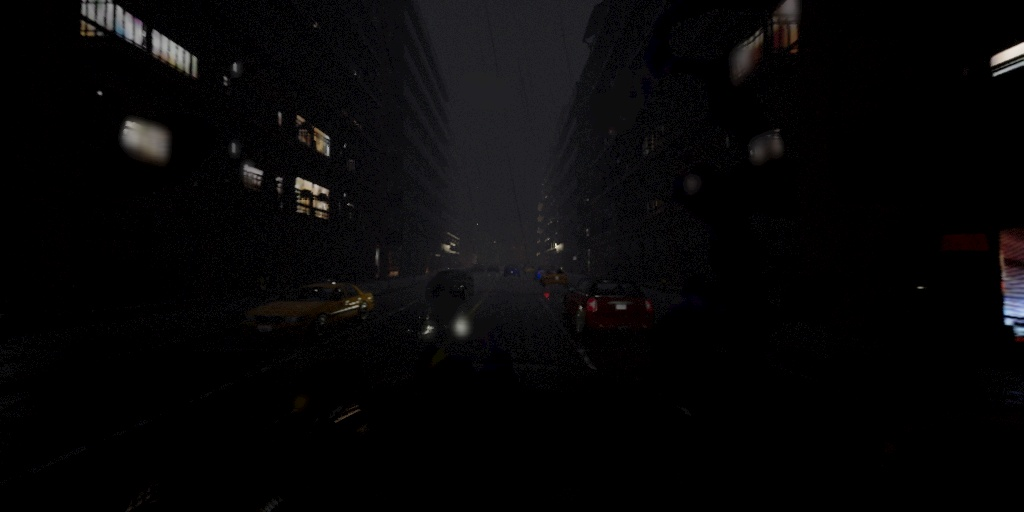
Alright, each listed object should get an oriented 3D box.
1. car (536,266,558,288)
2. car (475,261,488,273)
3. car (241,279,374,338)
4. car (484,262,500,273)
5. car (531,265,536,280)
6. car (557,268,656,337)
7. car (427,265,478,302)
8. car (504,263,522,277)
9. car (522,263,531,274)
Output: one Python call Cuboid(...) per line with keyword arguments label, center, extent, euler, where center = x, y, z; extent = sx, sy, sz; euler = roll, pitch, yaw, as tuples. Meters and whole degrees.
Cuboid(label="car", center=(3.148, 1.551, 27.694), extent=(1.801, 1.575, 5.366), euler=(0, -1, 0))
Cuboid(label="car", center=(-5.714, 1.976, 60.939), extent=(1.967, 1.591, 4.097), euler=(0, 0, 0))
Cuboid(label="car", center=(-5.691, 1.395, 10.663), extent=(1.751, 1.417, 4.829), euler=(0, 0, 0))
Cuboid(label="car", center=(-3.060, 2.114, 59.222), extent=(1.895, 1.301, 4.718), euler=(0, -1, 1))
Cuboid(label="car", center=(3.136, 1.662, 34.503), extent=(1.882, 1.535, 5.008), euler=(0, -1, 0))
Cuboid(label="car", center=(2.690, 1.310, 10.800), extent=(1.967, 1.591, 4.097), euler=(0, 0, 0))
Cuboid(label="car", center=(-3.103, 1.455, 18.960), extent=(1.882, 1.535, 5.008), euler=(0, 0, 0))
Cuboid(label="car", center=(0.004, 1.820, 45.528), extent=(1.882, 1.535, 5.008), euler=(0, -1, 0))
Cuboid(label="car", center=(2.695, 1.988, 55.510), extent=(1.751, 1.417, 4.829), euler=(0, 0, 0))
